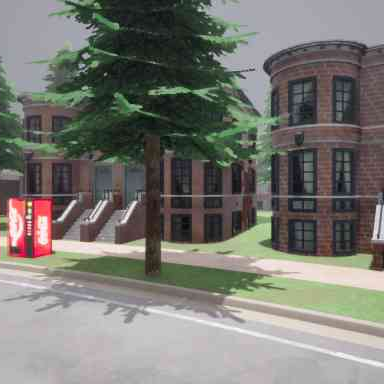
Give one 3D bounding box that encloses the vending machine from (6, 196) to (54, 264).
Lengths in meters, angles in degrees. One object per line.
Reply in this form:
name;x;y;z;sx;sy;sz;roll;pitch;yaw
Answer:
vending machine;-5.337;1.195;10.994;0.880;2.100;1.100;0;0;23
